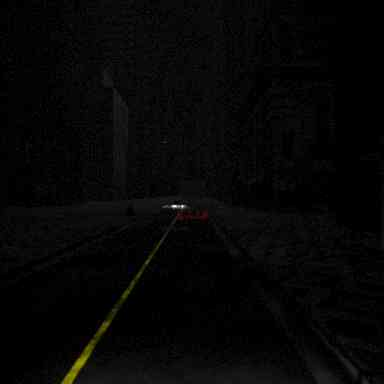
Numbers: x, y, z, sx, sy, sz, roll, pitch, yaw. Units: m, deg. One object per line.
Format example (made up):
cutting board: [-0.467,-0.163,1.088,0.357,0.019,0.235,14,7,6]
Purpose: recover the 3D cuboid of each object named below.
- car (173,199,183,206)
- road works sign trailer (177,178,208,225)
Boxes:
car: [-3.009,2.223,71.766,1.895,1.301,4.718,0,-1,0]
road works sign trailer: [-0.002,0.705,26.407,2.380,3.560,2.880,0,0,0]
